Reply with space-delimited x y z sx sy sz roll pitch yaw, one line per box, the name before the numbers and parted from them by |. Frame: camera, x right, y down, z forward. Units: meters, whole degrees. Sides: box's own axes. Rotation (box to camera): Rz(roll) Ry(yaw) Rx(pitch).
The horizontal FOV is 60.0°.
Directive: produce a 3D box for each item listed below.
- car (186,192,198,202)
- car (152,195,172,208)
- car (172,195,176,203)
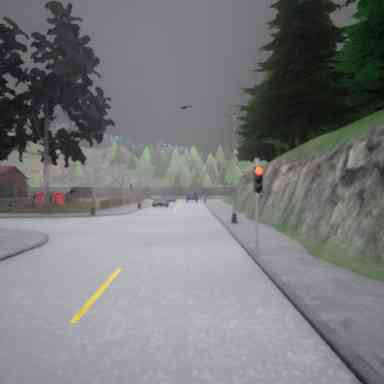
car | -0.006 0.937 64.782 2.150 2.045 5.566 0 0 0
car | -4.090 1.372 43.816 1.994 1.385 4.181 0 0 0
car | -4.044 1.299 60.520 1.994 1.385 4.181 0 0 1
